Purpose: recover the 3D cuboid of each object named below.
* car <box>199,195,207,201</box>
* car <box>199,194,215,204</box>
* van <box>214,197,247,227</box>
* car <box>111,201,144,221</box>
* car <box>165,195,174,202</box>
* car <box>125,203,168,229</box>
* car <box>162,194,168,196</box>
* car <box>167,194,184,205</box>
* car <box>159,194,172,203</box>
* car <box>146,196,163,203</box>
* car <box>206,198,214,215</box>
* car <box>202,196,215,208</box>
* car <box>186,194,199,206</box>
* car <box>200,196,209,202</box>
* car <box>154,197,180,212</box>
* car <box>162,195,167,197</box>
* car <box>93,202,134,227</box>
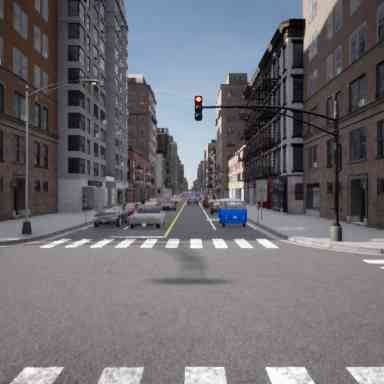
[{"bbox_3d":[2.734,1.532,84.976,1.947,1.339,4.313,0,0,0],"label":"car"},{"bbox_3d":[2.696,1.306,50.889,2.192,1.841,5.009,0,0,0],"label":"car"},{"bbox_3d":[2.663,1.340,22.482,1.690,1.788,3.998,0,0,0],"label":"van"},{"bbox_3d":[-5.356,1.544,28.164,1.887,1.381,4.507,0,0,0],"label":"car"},{"bbox_3d":[-5.297,1.411,79.301,1.967,1.590,4.097,0,0,0],"label":"car"},{"bbox_3d":[-2.803,1.600,21.533,1.895,1.301,4.718,0,0,-1],"label":"car"},{"bbox_3d":[-5.317,1.549,62.256,1.947,1.339,4.313,0,0,0],"label":"car"},{"bbox_3d":[-2.685,1.500,56.797,1.882,1.535,5.008,0,0,0],"label":"car"},{"bbox_3d":[-5.310,1.294,67.937,2.192,1.841,5.009,0,0,0],"label":"car"},{"bbox_3d":[-5.336,1.520,45.040,1.752,1.417,4.829,0,0,0],"label":"car"},{"bbox_3d":[2.676,1.581,33.844,1.802,1.307,4.206,0,0,0],"label":"car"},{"bbox_3d":[2.689,1.577,45.207,1.802,1.307,4.206,0,0,0],"label":"car"},{"bbox_3d":[0.168,1.479,55.380,2.128,1.511,4.902,0,0,0],"label":"car"},{"bbox_3d":[2.721,1.525,73.614,2.008,1.369,4.403,0,0,0],"label":"car"},{"bbox_3d":[-2.802,1.561,37.875,1.994,1.385,4.181,0,0,0],"label":"car"},{"bbox_3d":[-5.330,1.557,50.892,1.947,1.339,4.313,0,0,0],"label":"car"},{"bbox_3d":[-5.362,1.550,22.483,2.008,1.369,4.403,0,0,0],"label":"car"}]
